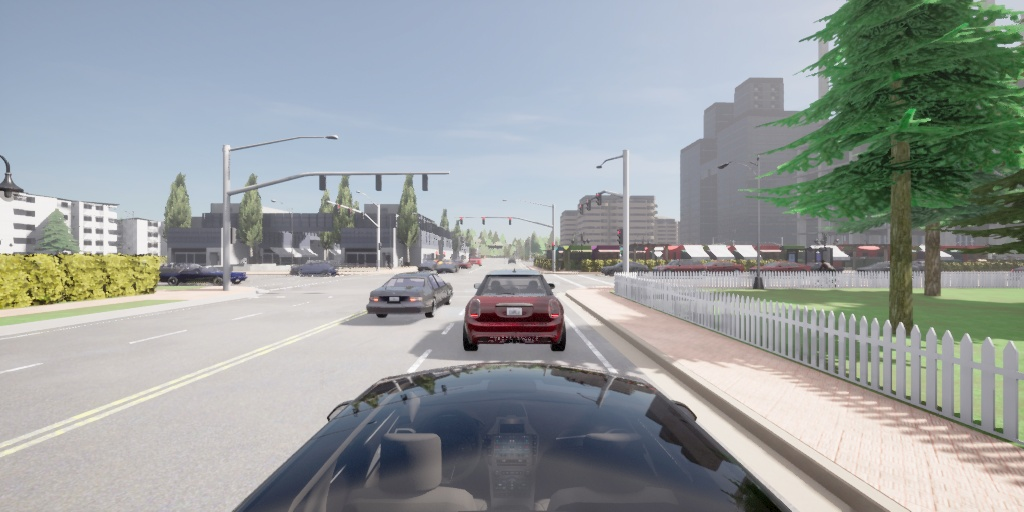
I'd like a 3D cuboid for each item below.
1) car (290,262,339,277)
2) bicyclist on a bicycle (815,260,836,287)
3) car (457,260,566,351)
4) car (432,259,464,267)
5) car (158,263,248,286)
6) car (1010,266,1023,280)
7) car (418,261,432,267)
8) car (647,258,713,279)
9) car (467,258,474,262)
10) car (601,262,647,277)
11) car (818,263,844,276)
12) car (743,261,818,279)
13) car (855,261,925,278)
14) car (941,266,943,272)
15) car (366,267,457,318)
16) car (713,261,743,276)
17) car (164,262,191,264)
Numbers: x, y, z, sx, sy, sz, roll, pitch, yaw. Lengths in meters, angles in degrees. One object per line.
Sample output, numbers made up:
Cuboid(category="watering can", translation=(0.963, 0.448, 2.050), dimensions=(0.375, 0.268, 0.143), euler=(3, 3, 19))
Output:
Cuboid(category="car", translation=(-19.276, 1.314, 35.133), dimensions=(4.181, 1.385, 1.994), euler=(0, 0, -4))
Cuboid(category="bicyclist on a bicycle", translation=(18.791, 1.052, 21.483), dimensions=(0.582, 1.620, 1.656), euler=(0, 0, -1))
Cuboid(category="car", translation=(0.064, 1.102, 9.128), dimensions=(2.097, 1.767, 4.553), euler=(0, 0, 0))
Cuboid(category="car", translation=(-7.103, 1.297, 40.203), dimensions=(2.033, 1.411, 5.357), euler=(0, 0, 0))
Cuboid(category="car", translation=(-20.881, 1.351, 24.378), dimensions=(4.718, 1.301, 1.895), euler=(0, 0, -1))
Cuboid(category="car", translation=(43.879, 1.314, 29.433), dimensions=(4.181, 1.385, 1.994), euler=(0, 0, -3))
Cuboid(category="car", translation=(-10.600, 1.297, 45.779), dimensions=(2.033, 1.411, 5.357), euler=(0, 0, 0))
Cuboid(category="car", translation=(15.079, 1.102, 32.376), dimensions=(4.553, 1.767, 2.097), euler=(0, 0, -1))
Cuboid(category="car", translation=(-7.098, 1.351, 52.273), dimensions=(1.895, 1.301, 4.718), euler=(0, 0, 0))
Cuboid(category="car", translation=(11.231, 1.276, 35.763), dimensions=(4.674, 1.442, 1.812), euler=(0, 0, -1))
Cuboid(category="car", translation=(30.454, 1.351, 36.261), dimensions=(4.718, 1.301, 1.895), euler=(0, 0, -1))
Cuboid(category="car", translation=(24.292, 1.228, 32.606), dimensions=(5.008, 1.535, 1.882), euler=(0, 0, -1))
Cuboid(category="car", translation=(34.354, 1.255, 32.849), dimensions=(4.892, 1.490, 1.837), euler=(0, 0, -1))
Cuboid(category="car", translation=(40.679, 1.241, 36.486), dimensions=(4.902, 1.511, 2.128), euler=(0, 0, -1))
Cuboid(category="car", translation=(-3.418, 1.297, 12.963), dimensions=(2.033, 1.411, 5.357), euler=(0, 0, 0))
Cuboid(category="car", translation=(20.555, 1.228, 36.017), dimensions=(5.008, 1.535, 1.882), euler=(0, 0, -1))
Cuboid(category="car", translation=(-25.390, 1.242, 27.774), dimensions=(4.902, 1.511, 2.128), euler=(0, 0, -2))
